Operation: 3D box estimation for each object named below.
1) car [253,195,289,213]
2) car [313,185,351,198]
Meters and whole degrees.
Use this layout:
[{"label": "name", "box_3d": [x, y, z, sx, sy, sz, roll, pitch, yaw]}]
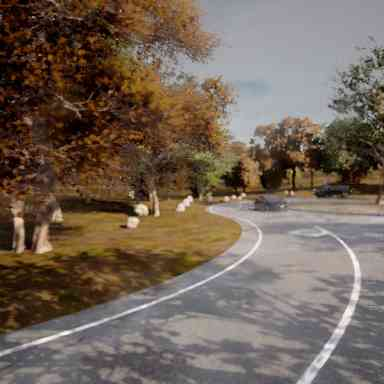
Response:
[{"label": "car", "box_3d": [7.140, 1.022, 30.488, 1.837, 1.490, 4.892, -3, 1, -10]}, {"label": "car", "box_3d": [21.937, -0.102, 52.040, 5.566, 2.045, 2.150, -1, 0, -5]}]
